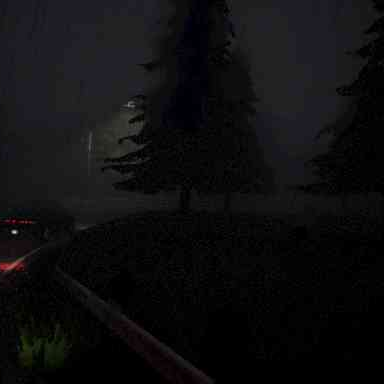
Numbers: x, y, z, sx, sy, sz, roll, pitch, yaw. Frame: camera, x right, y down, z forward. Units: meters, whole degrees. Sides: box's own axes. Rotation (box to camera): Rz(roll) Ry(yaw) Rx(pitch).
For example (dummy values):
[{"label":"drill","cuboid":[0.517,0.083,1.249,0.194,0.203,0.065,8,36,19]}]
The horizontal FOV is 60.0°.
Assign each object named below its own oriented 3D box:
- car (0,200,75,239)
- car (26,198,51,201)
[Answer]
[{"label":"car","cuboid":[-7.401,1.409,16.491,1.837,1.490,4.892,4,1,2]},{"label":"car","cuboid":[-10.274,1.119,22.167,1.994,1.385,4.181,4,2,6]}]
